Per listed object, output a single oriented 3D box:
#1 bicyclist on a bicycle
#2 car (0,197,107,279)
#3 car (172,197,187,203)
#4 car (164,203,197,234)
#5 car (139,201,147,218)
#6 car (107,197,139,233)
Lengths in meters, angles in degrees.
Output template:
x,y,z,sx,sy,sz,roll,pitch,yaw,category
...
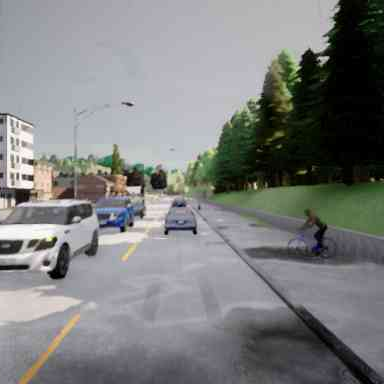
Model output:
x,y,z,sx,sy,sz,roll,pitch,yaw,category
3.894,1.363,10.786,1.656,1.620,0.582,-1,0,-2,bicyclist on a bicycle
-4.495,1.285,10.515,2.150,2.045,5.566,0,0,-2,car
-1.827,1.525,47.292,2.097,1.767,4.553,0,0,-2,car
-0.671,1.619,19.725,2.033,1.411,5.357,0,0,-2,car
-5.336,1.644,31.348,1.837,1.490,4.892,0,0,-2,car
-4.927,1.323,20.884,2.150,2.045,5.566,0,0,-2,car
